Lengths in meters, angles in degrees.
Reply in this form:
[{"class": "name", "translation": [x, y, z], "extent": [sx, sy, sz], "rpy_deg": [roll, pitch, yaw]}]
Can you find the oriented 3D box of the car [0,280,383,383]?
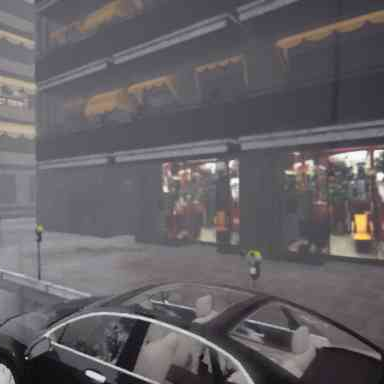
[{"class": "car", "translation": [-0.228, 1.543, 3.055], "extent": [4.403, 1.369, 2.008], "rpy_deg": [0, -1, 36]}]
